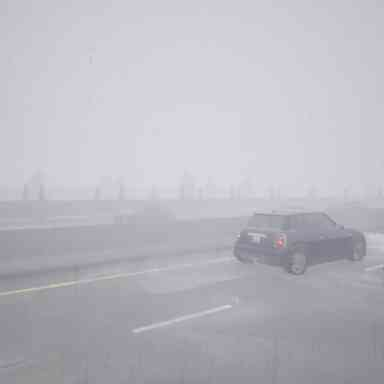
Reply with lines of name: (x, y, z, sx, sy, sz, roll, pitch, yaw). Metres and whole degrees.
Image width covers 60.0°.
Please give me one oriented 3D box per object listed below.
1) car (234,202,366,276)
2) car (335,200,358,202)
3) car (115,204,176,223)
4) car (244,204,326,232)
car: (3.546, 1.352, 10.573, 4.553, 1.767, 2.097, 0, 0, -35)
car: (13.730, 1.506, 30.158, 4.892, 1.490, 1.837, 0, 0, -29)
car: (-3.221, 1.564, 23.147, 4.181, 1.385, 1.994, 0, 0, -35)
car: (5.950, 1.548, 21.050, 5.357, 1.411, 2.033, 0, 0, -35)
